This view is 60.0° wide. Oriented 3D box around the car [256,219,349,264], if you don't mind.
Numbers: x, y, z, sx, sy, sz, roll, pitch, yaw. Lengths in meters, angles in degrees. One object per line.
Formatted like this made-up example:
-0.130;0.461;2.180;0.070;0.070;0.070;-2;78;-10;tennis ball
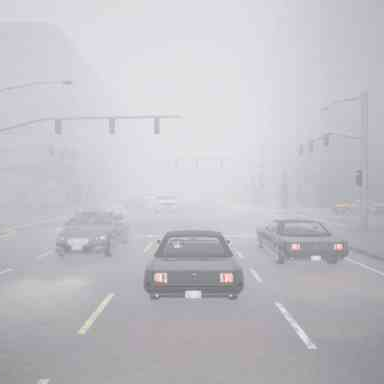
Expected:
3.548;1.601;11.734;1.895;1.301;4.718;0;0;0;car

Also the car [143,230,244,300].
0.042;1.601;8.348;1.895;1.301;4.718;0;0;0;car

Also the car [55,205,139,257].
-3.642;1.491;12.968;2.128;1.511;4.902;0;0;0;car

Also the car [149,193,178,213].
-3.066;1.245;36.995;2.150;2.045;5.566;0;0;-13;car

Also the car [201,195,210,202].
3.288;1.595;77.487;1.895;1.301;4.718;0;0;1;car

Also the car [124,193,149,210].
-7.499;1.221;44.262;2.150;2.045;5.566;0;0;0;car

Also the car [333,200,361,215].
17.206;1.533;34.350;5.008;1.535;1.882;0;0;0;car

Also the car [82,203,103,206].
-7.225;1.551;24.075;1.812;1.442;4.674;0;0;-1;car

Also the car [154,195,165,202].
-7.243;1.496;74.497;1.837;1.490;4.892;0;0;1;car

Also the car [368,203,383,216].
3.593;1.221;1.982;2.150;2.045;5.566;0;0;0;car

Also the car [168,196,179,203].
-3.796;1.548;69.165;2.033;1.411;5.357;0;0;1;car

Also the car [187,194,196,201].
-0.114;1.355;87.333;2.097;1.767;4.553;0;0;1;car

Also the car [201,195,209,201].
3.387;1.553;87.462;1.994;1.385;4.181;0;0;1;car

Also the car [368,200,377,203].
19.269;1.547;30.848;4.902;1.511;2.128;0;0;0;car
